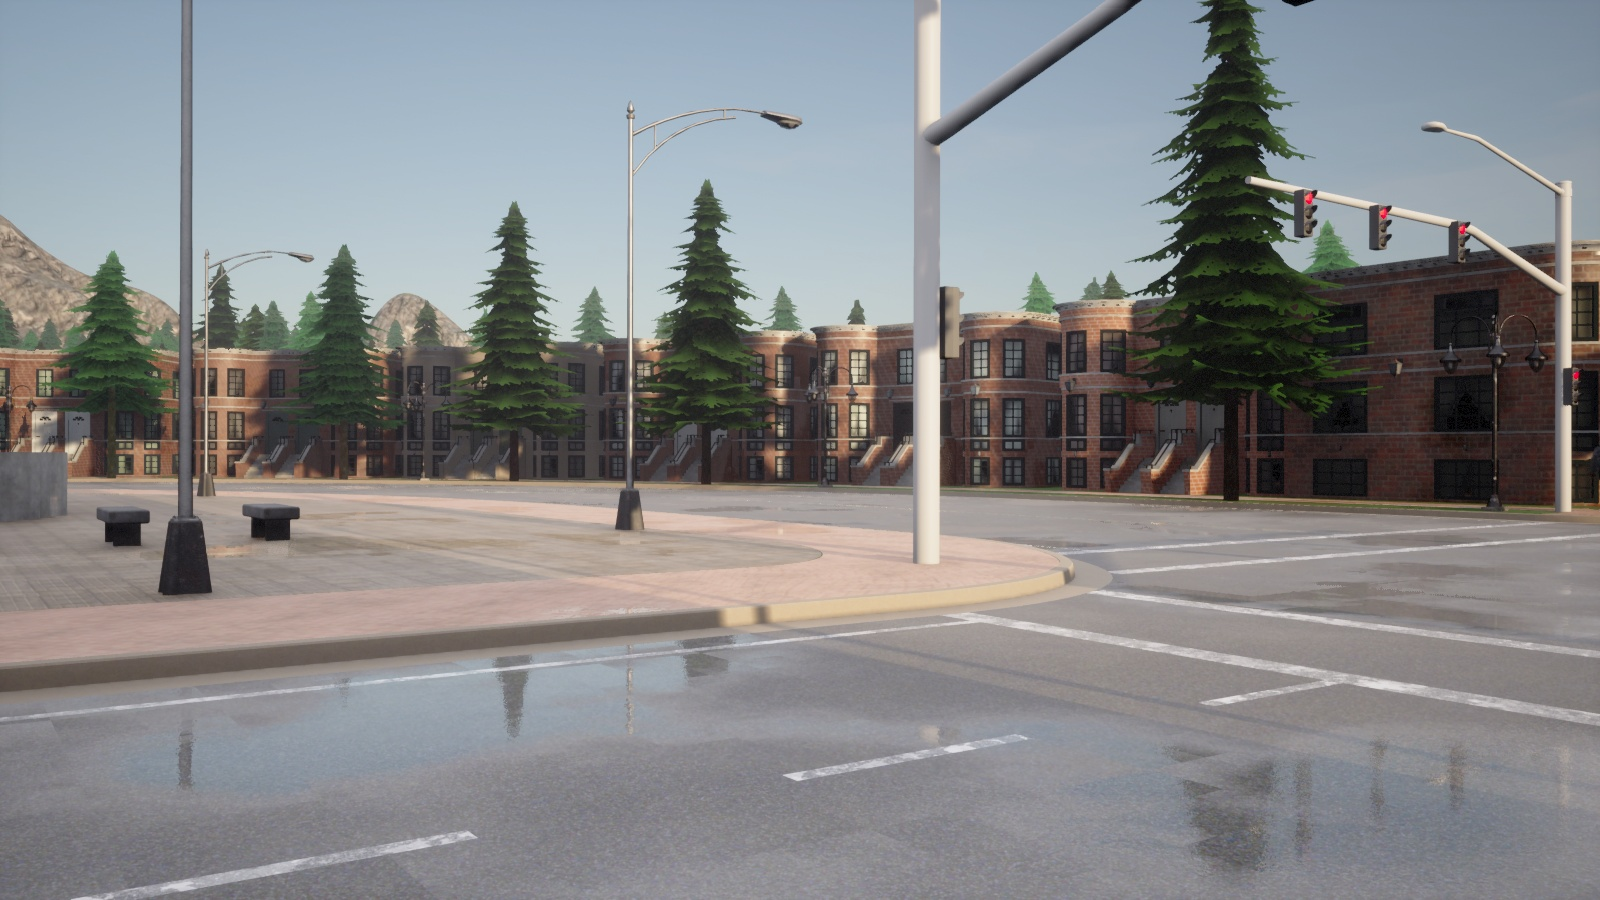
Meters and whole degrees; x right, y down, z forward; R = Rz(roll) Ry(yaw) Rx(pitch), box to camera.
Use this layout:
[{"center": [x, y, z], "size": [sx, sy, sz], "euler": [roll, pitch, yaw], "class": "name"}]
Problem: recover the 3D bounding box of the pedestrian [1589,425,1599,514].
[{"center": [17.785, 0.426, 27.657], "size": [0.788, 1.949, 0.423], "euler": [0, 0, -37], "class": "pedestrian"}]
